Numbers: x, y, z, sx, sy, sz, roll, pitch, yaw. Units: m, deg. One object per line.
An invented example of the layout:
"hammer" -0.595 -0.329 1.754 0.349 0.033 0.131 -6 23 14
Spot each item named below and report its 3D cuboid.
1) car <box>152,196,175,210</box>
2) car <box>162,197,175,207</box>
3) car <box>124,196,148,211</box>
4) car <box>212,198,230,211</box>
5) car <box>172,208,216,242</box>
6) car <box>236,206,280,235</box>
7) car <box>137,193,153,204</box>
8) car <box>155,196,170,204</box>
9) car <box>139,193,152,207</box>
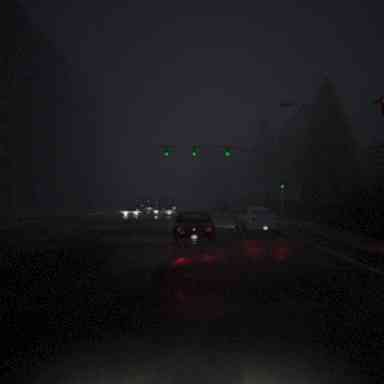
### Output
"car" -3.574 1.352 43.188 2.097 1.767 4.553 0 0 0
"car" -3.645 1.526 52.298 1.812 1.442 4.674 0 0 -1
"car" -7.085 1.564 40.994 1.994 1.385 4.181 0 0 0
"car" 3.594 1.526 41.540 1.812 1.442 4.674 0 0 0
"car" 0.093 1.617 16.384 1.895 1.301 4.718 0 0 0
"car" 3.594 1.528 18.563 1.812 1.442 4.674 0 0 0
"car" -9.343 1.222 66.354 2.150 2.045 5.566 0 0 -19
"car" -5.983 1.503 67.360 1.837 1.490 4.892 0 0 -19
"car" -7.112 1.353 50.125 2.097 1.767 4.553 0 0 0
